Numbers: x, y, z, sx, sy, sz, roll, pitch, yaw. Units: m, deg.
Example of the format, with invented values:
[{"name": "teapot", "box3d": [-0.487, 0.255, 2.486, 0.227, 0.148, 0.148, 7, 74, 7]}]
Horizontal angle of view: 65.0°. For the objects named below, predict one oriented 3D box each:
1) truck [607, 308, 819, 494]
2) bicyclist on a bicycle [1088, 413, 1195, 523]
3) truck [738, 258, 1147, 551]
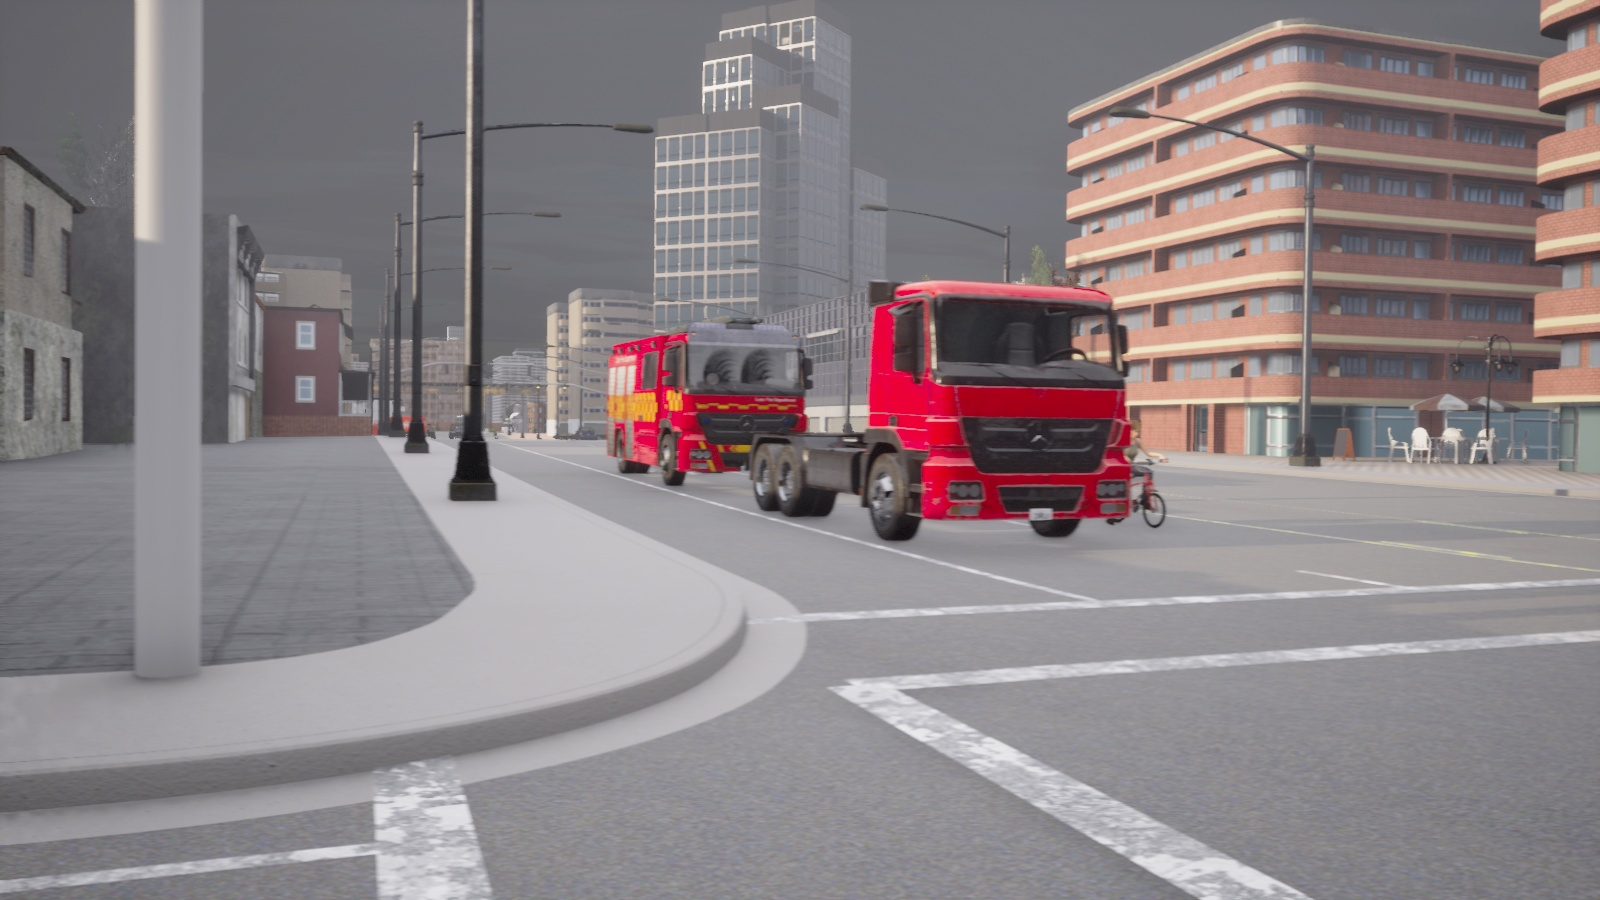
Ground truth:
[{"name": "truck", "box3d": [-2.380, -1.151, 30.321, 2.891, 3.827, 8.468, -1, 2, -20]}, {"name": "bicyclist on a bicycle", "box3d": [5.229, 0.239, 19.291, 0.866, 1.612, 1.509, -1, 2, -20]}, {"name": "truck", "box3d": [1.643, -0.647, 19.065, 2.891, 3.462, 7.936, -1, 2, -20]}]
